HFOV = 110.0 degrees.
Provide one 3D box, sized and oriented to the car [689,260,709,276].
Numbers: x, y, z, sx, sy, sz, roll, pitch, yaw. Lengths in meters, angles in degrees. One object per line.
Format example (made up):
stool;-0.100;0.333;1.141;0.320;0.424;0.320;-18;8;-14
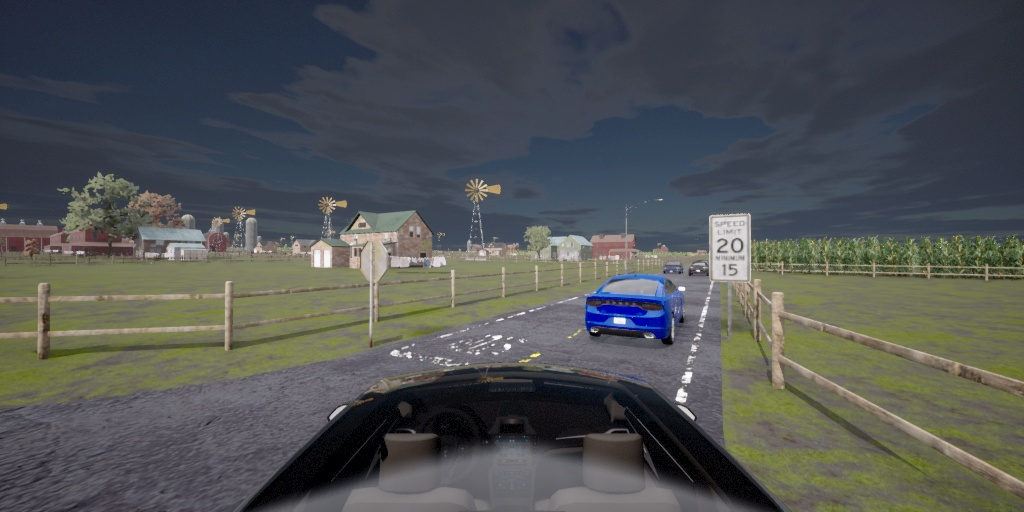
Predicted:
car;19.245;1.275;36.803;1.812;1.442;4.674;0;0;31

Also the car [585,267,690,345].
car;3.532;1.229;9.776;1.882;1.535;5.008;0;0;30

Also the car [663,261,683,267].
car;18.794;1.300;41.615;2.033;1.411;5.357;0;0;30
